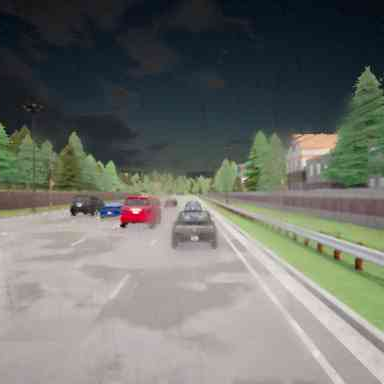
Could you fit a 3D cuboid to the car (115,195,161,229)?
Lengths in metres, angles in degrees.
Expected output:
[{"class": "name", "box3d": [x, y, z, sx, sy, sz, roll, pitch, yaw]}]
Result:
[{"class": "car", "box3d": [-3.395, 1.333, 22.775, 2.150, 2.045, 5.566, 0, 0, 0]}]

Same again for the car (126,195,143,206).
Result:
[{"class": "car", "box3d": [-10.385, 1.514, 60.879, 2.150, 2.045, 5.566, 0, -1, 0]}]

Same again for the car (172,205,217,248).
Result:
[{"class": "car", "box3d": [0.103, 1.566, 15.094, 2.128, 1.511, 4.902, 0, 0, 0]}]

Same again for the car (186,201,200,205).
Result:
[{"class": "car", "box3d": [0.109, 1.721, 35.942, 2.033, 1.411, 5.357, 0, 0, 0]}]

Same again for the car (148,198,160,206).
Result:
[{"class": "car", "box3d": [-6.882, 1.819, 60.563, 1.812, 1.442, 4.674, 0, -1, 0]}]

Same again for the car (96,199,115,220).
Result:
[{"class": "car", "box3d": [-6.892, 1.625, 30.299, 1.882, 1.535, 5.008, 0, 0, 0]}]

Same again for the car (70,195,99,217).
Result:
[{"class": "car", "box3d": [-10.391, 1.382, 33.441, 2.150, 2.045, 5.566, 0, -1, 0]}]

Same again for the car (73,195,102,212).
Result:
[{"class": "car", "box3d": [-13.887, 1.438, 44.493, 2.150, 2.045, 5.566, 0, 0, 0]}]

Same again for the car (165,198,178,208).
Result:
[{"class": "car", "box3d": [-3.385, 1.744, 55.164, 1.882, 1.535, 5.008, 0, 0, 0]}]
